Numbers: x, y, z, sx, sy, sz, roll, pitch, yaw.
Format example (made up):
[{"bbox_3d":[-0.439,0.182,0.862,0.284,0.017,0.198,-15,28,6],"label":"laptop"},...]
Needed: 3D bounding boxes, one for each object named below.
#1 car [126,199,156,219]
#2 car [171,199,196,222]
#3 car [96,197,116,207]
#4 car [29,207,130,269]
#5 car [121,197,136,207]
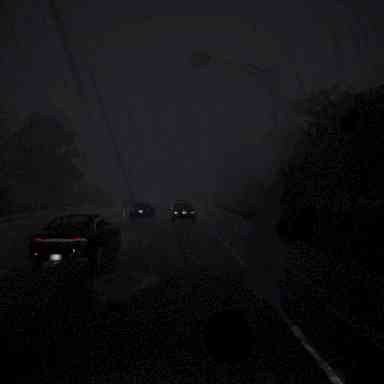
[{"bbox_3d":[-4.285,1.557,29.283,1.994,1.385,4.181,0,0,-2],"label":"car"},{"bbox_3d":[-0.670,1.539,26.417,2.033,1.411,5.357,0,0,-2],"label":"car"},{"bbox_3d":[-12.175,1.469,47.262,1.882,1.535,5.008,0,0,-2],"label":"car"},{"bbox_3d":[-3.640,1.491,11.150,2.128,1.511,4.902,0,0,-2],"label":"car"},{"bbox_3d":[-8.649,1.480,46.648,2.128,1.511,4.902,0,0,-2],"label":"car"}]
